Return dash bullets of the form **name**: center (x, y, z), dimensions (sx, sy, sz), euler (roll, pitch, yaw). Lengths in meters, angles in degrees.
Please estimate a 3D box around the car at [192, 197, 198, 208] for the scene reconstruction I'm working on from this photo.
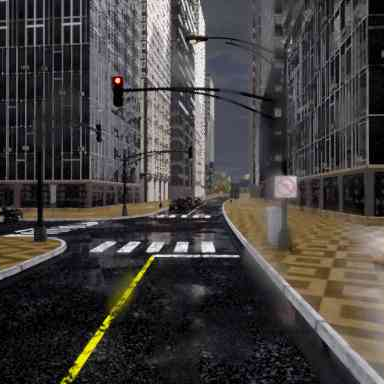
- **car**: center (-0.604, 1.462, 48.445), dimensions (1.837, 1.490, 4.892), euler (0, 0, 6)

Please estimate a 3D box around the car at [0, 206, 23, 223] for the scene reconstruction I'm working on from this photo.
- **car**: center (-16.520, 1.854, 28.032), dimensions (4.403, 1.369, 2.008), euler (-1, 1, 10)

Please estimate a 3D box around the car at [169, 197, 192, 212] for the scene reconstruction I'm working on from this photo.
- **car**: center (-1.486, 1.450, 38.637), dimensions (1.882, 1.535, 5.008), euler (0, 0, 5)

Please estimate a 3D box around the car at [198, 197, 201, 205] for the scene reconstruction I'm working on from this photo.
- **car**: center (0.502, 1.501, 58.404), dimensions (1.994, 1.385, 4.181), euler (0, 0, 7)
